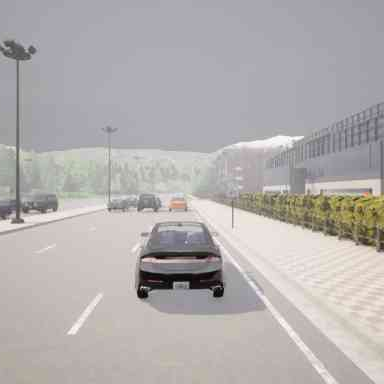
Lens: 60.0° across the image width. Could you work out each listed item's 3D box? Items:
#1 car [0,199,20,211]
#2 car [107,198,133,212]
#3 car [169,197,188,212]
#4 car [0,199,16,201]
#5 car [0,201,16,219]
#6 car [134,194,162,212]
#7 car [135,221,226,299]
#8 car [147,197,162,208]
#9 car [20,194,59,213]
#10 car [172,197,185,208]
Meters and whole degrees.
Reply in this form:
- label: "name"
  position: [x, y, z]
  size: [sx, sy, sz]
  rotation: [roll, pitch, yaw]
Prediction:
- label: "car"
  position: [-23.721, 1.601, 41.715]
  size: [1.895, 1.301, 4.718]
  rotation: [0, 0, -2]
- label: "car"
  position: [-8.603, 1.547, 39.147]
  size: [2.033, 1.411, 5.357]
  rotation: [0, 0, -2]
- label: "car"
  position: [-1.618, 1.352, 39.687]
  size: [2.097, 1.767, 4.553]
  rotation: [0, 0, -2]
- label: "car"
  position: [-20.047, 1.506, 35.874]
  size: [1.837, 1.490, 4.892]
  rotation: [0, 0, -2]
- label: "car"
  position: [-16.184, 1.601, 26.146]
  size: [1.895, 1.301, 4.718]
  rotation: [0, 0, -2]
- label: "car"
  position: [-5.091, 1.221, 38.895]
  size: [2.150, 2.045, 5.566]
  rotation: [0, 0, -2]
- label: "car"
  position: [-0.307, 1.492, 8.496]
  size: [2.128, 1.511, 4.902]
  rotation: [0, 0, -3]
- label: "car"
  position: [-5.498, 1.478, 49.575]
  size: [1.882, 1.535, 5.008]
  rotation: [0, 0, -2]
- label: "car"
  position: [-16.570, 1.221, 36.632]
  size: [2.150, 2.045, 5.566]
  rotation: [0, 0, -3]
- label: "car"
  position: [-2.002, 1.505, 49.736]
  size: [1.837, 1.490, 4.892]
  rotation: [0, 0, -2]
